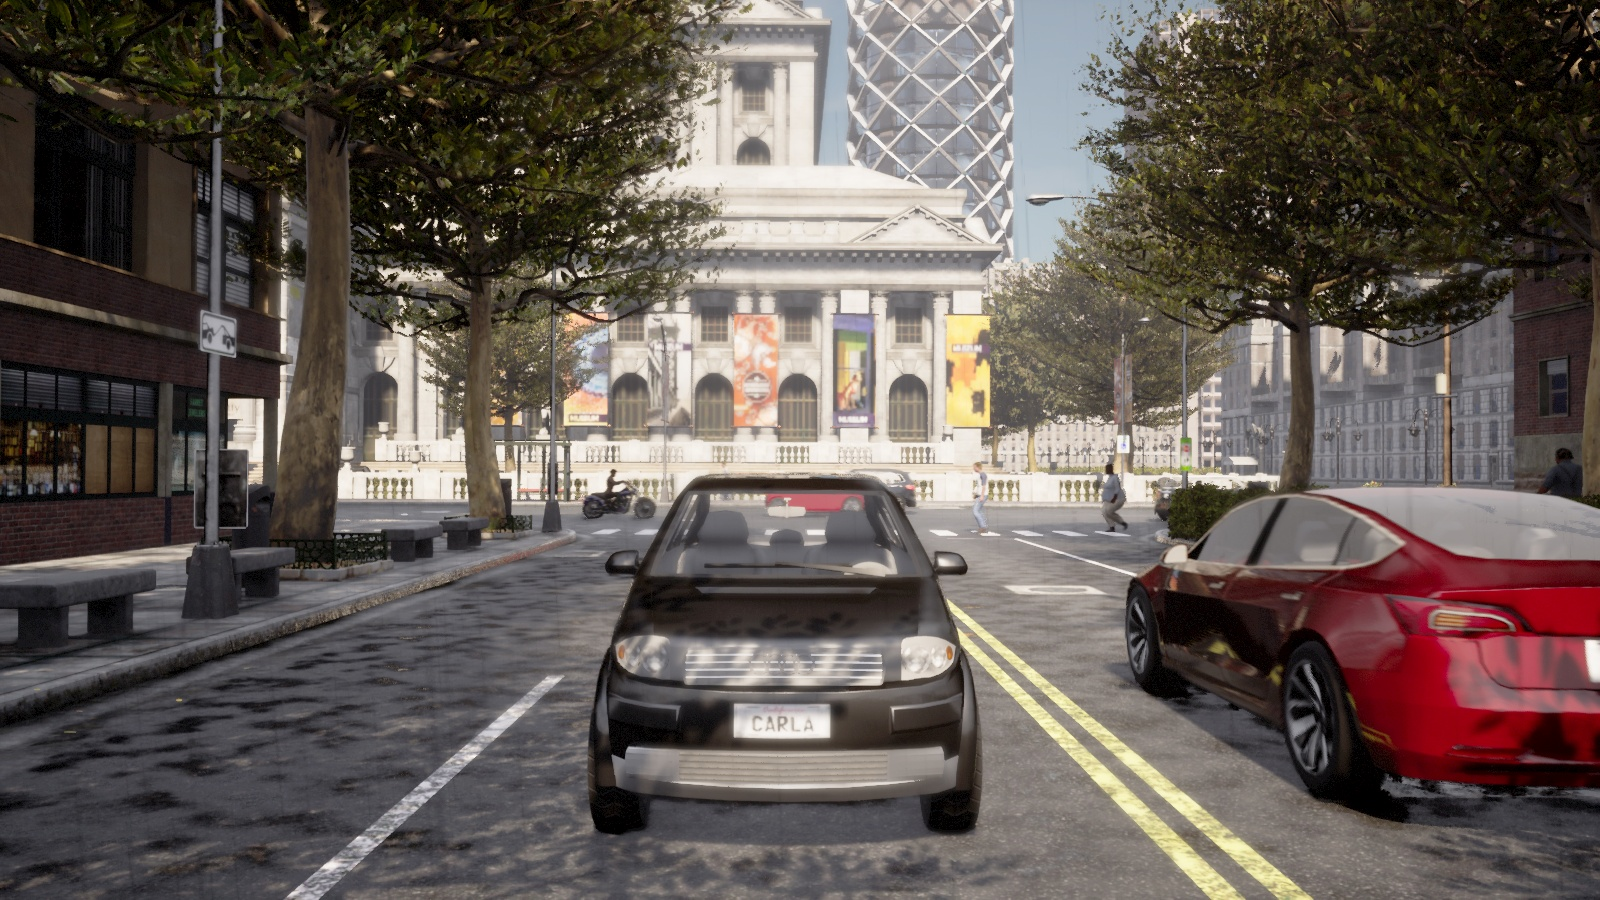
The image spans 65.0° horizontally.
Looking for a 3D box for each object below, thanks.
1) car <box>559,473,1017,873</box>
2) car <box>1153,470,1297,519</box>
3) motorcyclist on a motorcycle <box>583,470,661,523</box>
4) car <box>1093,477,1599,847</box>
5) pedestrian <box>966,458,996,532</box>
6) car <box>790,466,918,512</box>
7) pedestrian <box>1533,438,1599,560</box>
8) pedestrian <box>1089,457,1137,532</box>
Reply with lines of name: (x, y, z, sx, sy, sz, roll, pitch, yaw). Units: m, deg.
car: (-0.065, 0.906, 6.773, 1.789, 1.549, 3.705, 0, -1, 0)
car: (13.304, 1.382, 39.440, 3.806, 1.475, 1.970, 0, -1, -7)
motorcyclist on a motorcycle: (-5.579, 1.444, 39.529, 2.350, 1.649, 0.766, 0, -1, 0)
car: (3.431, 0.927, 7.584, 2.163, 1.488, 4.792, 0, -1, 0)
pedestrian: (4.539, 1.127, 31.545, 0.706, 1.836, 0.354, 0, -1, 1)
car: (1.951, 1.424, 46.541, 4.611, 1.667, 2.242, 0, -1, 0)
pedestrian: (11.784, 0.745, 19.331, 0.540, 1.848, 0.694, 0, -1, -6)
pedestrian: (7.925, 1.118, 31.840, 0.900, 1.855, 0.874, 0, -1, -7)
